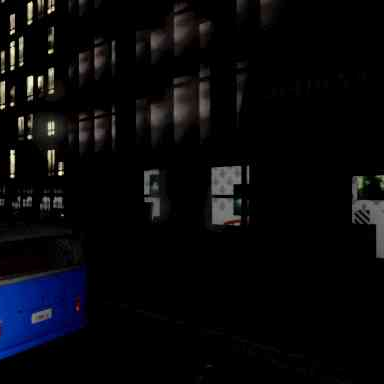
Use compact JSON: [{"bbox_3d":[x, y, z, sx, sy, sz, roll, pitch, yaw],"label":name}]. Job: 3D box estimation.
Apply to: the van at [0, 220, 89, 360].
[{"bbox_3d":[-3.421,1.346,5.322,3.998,1.788,1.690,0,0,36],"label":"van"}]
